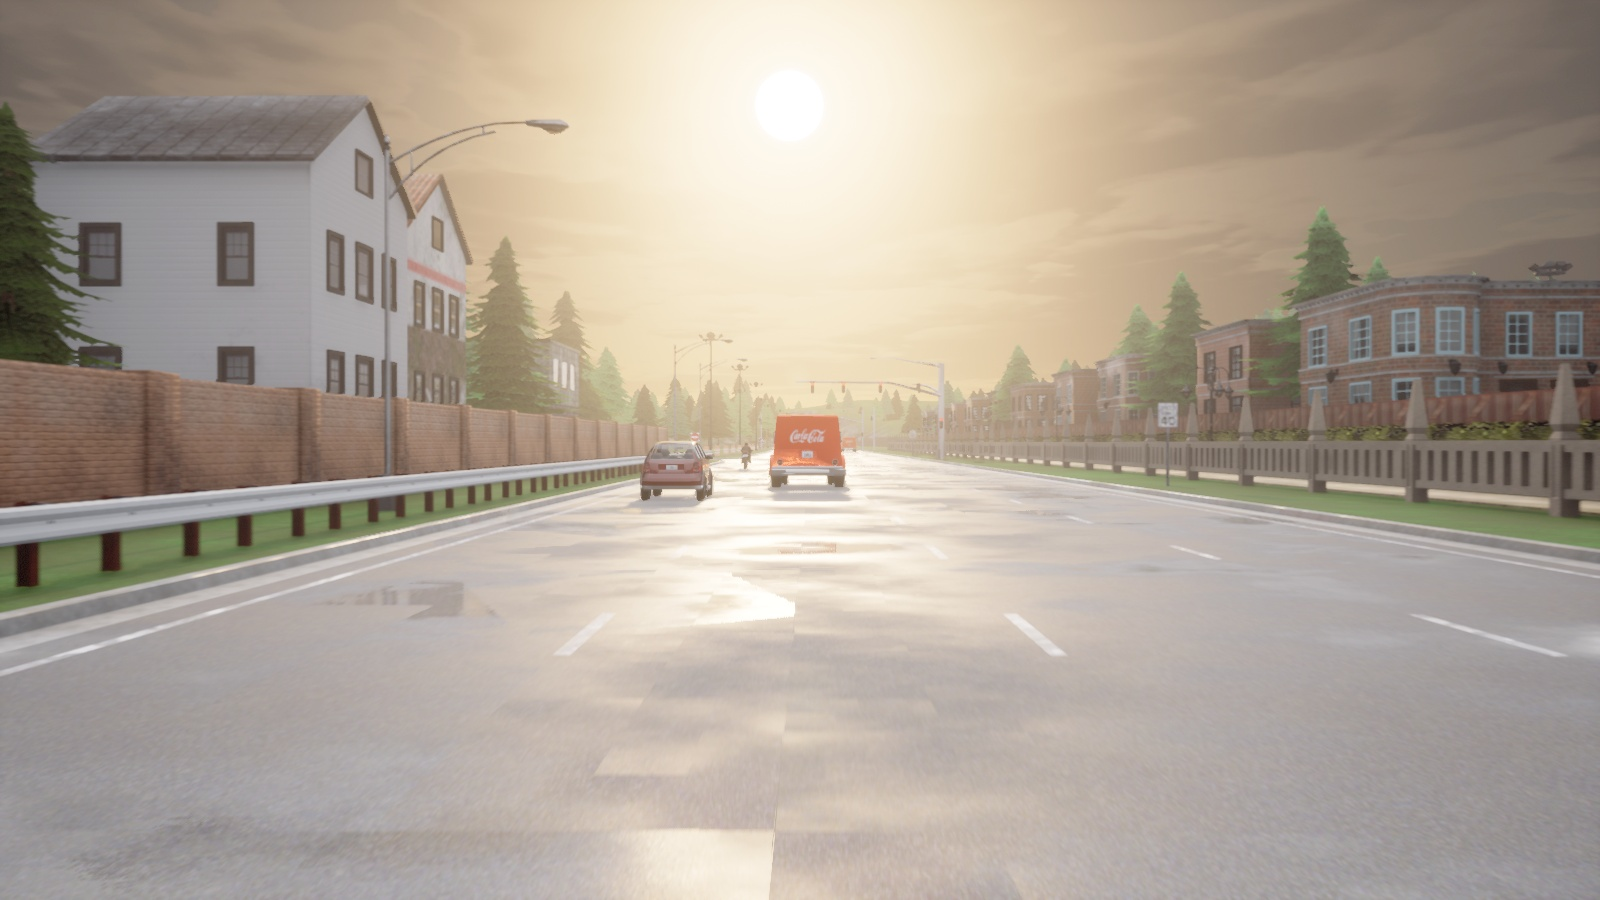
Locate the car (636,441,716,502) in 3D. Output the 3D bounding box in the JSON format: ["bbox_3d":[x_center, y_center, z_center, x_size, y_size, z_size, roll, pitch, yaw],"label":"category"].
[{"bbox_3d":[-3.291,0.532,33.975,1.789,1.549,3.705,0,0,0],"label":"car"}]

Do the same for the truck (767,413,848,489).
[{"bbox_3d":[0.263,0.016,43.727,2.627,2.467,5.204,0,0,0],"label":"truck"}]
